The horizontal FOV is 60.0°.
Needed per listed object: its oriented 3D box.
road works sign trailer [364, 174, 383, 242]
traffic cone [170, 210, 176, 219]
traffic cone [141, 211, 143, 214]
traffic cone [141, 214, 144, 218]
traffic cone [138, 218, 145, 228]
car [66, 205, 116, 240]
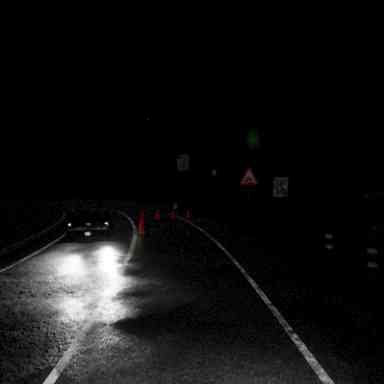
[{"bbox_3d":[7.390,0.813,10.801,2.380,2.880,3.560,43,2,-1],"label":"road works sign trailer"},{"bbox_3d":[-1.264,1.453,21.954,0.340,0.580,0.340,-1,2,-7],"label":"traffic cone"},{"bbox_3d":[-2.963,1.557,19.710,0.340,0.580,0.340,-1,2,-8],"label":"traffic cone"},{"bbox_3d":[-2.689,1.610,17.730,0.340,0.580,0.340,-1,2,-8],"label":"traffic cone"},{"bbox_3d":[-2.415,1.661,15.749,0.340,0.580,0.340,-1,2,-8],"label":"traffic cone"},{"bbox_3d":[-4.622,1.341,15.645,1.895,1.301,4.718,-1,1,-11],"label":"car"}]
